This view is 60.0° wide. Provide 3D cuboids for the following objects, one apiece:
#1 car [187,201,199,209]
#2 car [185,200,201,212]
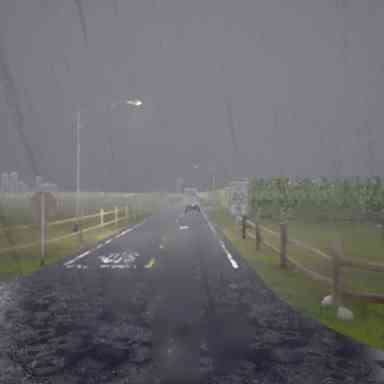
[{"bbox_3d":[0.136,2.186,56.561,1.994,1.385,4.181,0,-1,0],"label":"car"},{"bbox_3d":[0.114,1.870,46.494,2.097,1.767,4.553,0,-1,0],"label":"car"}]
